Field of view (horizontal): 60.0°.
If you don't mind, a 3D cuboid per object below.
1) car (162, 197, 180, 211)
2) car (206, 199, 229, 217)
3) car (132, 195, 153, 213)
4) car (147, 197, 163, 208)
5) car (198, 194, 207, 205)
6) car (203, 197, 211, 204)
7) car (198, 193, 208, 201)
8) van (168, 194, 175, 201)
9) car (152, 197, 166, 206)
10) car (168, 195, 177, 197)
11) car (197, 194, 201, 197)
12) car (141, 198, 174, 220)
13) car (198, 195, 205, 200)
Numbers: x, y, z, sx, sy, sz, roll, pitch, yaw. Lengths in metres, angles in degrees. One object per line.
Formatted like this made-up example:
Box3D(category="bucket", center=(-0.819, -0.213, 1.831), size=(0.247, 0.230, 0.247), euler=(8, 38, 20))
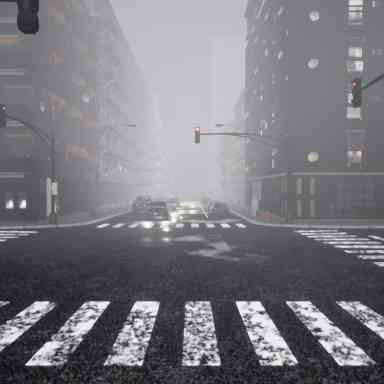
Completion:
Box3D(category="car", center=(-2.828, 1.600, 39.975), size=(1.895, 1.301, 4.718), euler=(0, 0, 0))
Box3D(category="car", center=(2.564, 1.582, 31.459), size=(1.802, 1.307, 4.206), euler=(-1, 0, 0))
Box3D(category="car", center=(-5.318, 1.314, 37.060), size=(2.192, 1.841, 5.009), euler=(-1, 0, 0))
Box3D(category="car", center=(-5.312, 1.523, 47.964), size=(1.752, 1.417, 4.829), euler=(-1, 0, 0))
Box3D(category="car", center=(2.571, 1.541, 59.155), size=(1.887, 1.381, 4.507), euler=(-1, 0, 0))
Box3D(category="car", center=(2.565, 1.550, 36.998), size=(2.008, 1.369, 4.403), euler=(-1, 0, 0))
Box3D(category="car", center=(2.575, 1.305, 81.312), size=(2.192, 1.841, 5.009), euler=(-1, 0, 0))
Box3D(category="van", center=(-5.303, 1.329, 86.895), size=(1.690, 1.788, 3.998), euler=(-1, 0, 0))
Box3D(category="car", center=(-5.310, 1.579, 53.672), size=(1.802, 1.307, 4.206), euler=(-1, 0, 0))
Box3D(category="car", center=(-2.759, 1.545, 50.939), size=(2.033, 1.411, 5.357), euler=(0, 0, 1))
Box3D(category="car", center=(2.577, 1.574, 75.773), size=(1.802, 1.307, 4.206), euler=(-1, 0, 0))
Box3D(category="car", center=(-2.837, 1.507, 28.282), size=(1.837, 1.490, 4.892), euler=(0, -1, 0))
Box3D(category="car", center=(2.581, 1.568, 92.390), size=(1.802, 1.307, 4.206), euler=(-1, 0, 0))
